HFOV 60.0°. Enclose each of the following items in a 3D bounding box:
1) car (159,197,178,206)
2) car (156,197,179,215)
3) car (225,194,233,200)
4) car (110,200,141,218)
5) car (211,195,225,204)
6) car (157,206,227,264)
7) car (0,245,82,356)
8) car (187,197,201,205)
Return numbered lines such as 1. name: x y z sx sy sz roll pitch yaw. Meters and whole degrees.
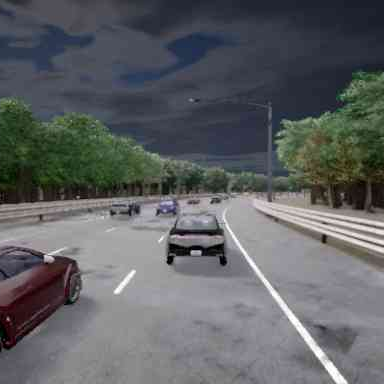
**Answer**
1. car: -3.703 1.494 54.388 2.033 1.411 5.357 1 0 8
2. car: -2.241 1.498 31.988 1.812 1.442 4.674 0 0 5
3. car: 8.712 1.407 86.707 2.128 1.511 4.902 0 0 12
4. car: -5.889 1.459 29.799 2.128 1.511 4.902 0 0 4
5. car: 4.704 1.459 63.566 1.837 1.490 4.892 0 0 8
6. car: 0.185 1.485 11.736 2.128 1.511 4.902 0 0 2
7. car: -3.359 1.554 5.429 1.994 1.385 4.181 0 0 1
8. car: 0.415 1.556 58.550 1.895 1.301 4.718 0 0 8
